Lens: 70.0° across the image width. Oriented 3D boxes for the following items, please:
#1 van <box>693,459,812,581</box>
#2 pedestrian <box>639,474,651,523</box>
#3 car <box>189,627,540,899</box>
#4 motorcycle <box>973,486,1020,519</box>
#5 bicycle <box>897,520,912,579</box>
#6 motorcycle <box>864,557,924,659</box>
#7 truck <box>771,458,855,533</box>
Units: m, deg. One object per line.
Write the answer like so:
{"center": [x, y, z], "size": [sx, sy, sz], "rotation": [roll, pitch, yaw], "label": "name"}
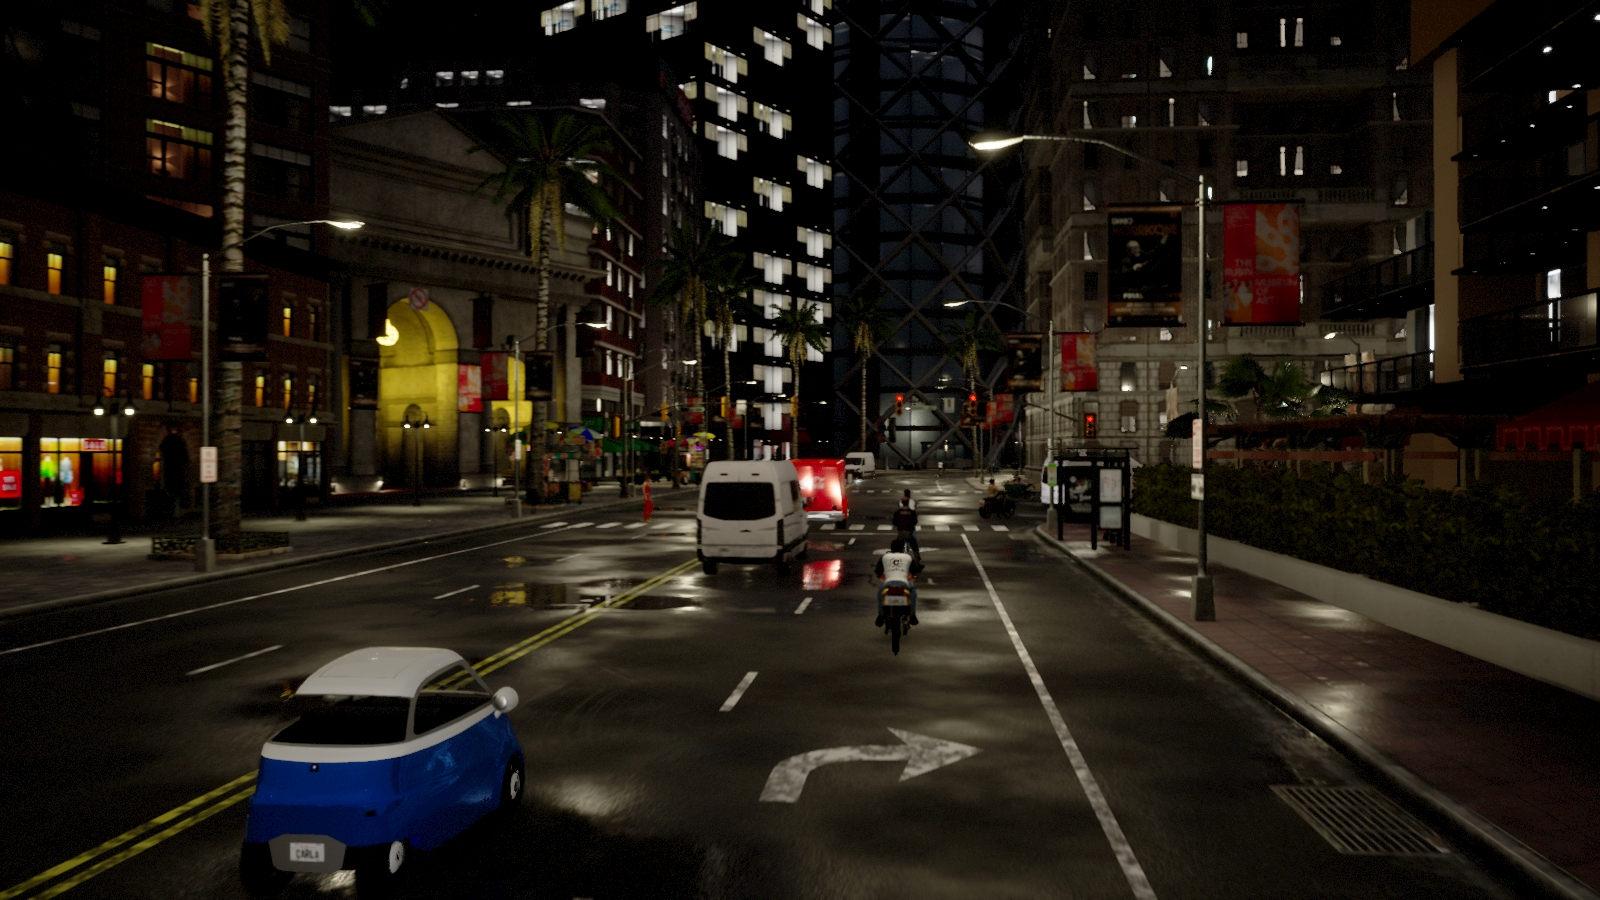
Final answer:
{"center": [-1.007, 1.534, 27.518], "size": [1.988, 2.561, 5.915], "rotation": [0, 0, 6], "label": "van"}
{"center": [-5.898, 1.847, 43.580], "size": [0.375, 1.860, 0.375], "rotation": [0, 0, 6], "label": "pedestrian"}
{"center": [-2.901, 2.119, 8.030], "size": [1.481, 1.376, 2.207], "rotation": [0, 0, 5], "label": "car"}
{"center": [8.142, 2.173, 47.362], "size": [0.764, 1.277, 2.356], "rotation": [0, 0, 43], "label": "motorcycle"}
{"center": [2.359, 2.211, 25.695], "size": [0.329, 1.171, 1.835], "rotation": [0, 0, 6], "label": "bicycle"}
{"center": [1.367, 2.215, 16.354], "size": [0.803, 1.145, 2.033], "rotation": [0, 1, 6], "label": "motorcycle"}
{"center": [0.564, 1.584, 42.007], "size": [2.627, 2.467, 5.204], "rotation": [0, 1, 6], "label": "truck"}
